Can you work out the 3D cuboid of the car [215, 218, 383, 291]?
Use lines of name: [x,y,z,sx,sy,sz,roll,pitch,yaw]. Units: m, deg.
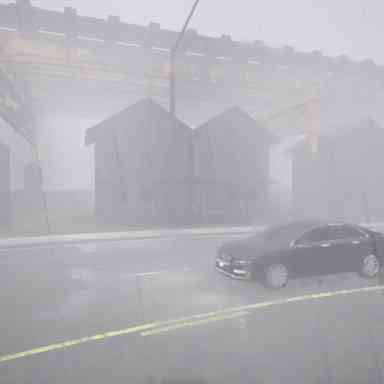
car: [2.995,1.505,8.920,4.892,1.490,1.837,0,0,-20]
